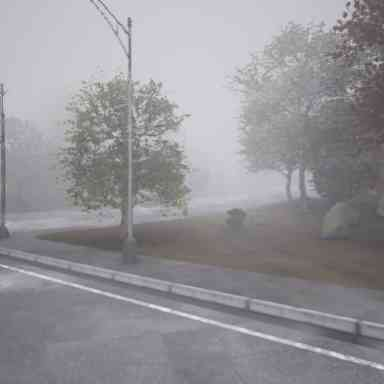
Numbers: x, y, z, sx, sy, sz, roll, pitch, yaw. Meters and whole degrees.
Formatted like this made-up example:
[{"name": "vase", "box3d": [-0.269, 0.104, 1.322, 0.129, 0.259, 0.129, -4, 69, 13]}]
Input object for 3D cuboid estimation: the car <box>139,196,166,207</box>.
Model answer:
[{"name": "car", "box3d": [-5.274, 1.306, 45.603, 1.994, 1.385, 4.181, 0, 2, 39]}]
